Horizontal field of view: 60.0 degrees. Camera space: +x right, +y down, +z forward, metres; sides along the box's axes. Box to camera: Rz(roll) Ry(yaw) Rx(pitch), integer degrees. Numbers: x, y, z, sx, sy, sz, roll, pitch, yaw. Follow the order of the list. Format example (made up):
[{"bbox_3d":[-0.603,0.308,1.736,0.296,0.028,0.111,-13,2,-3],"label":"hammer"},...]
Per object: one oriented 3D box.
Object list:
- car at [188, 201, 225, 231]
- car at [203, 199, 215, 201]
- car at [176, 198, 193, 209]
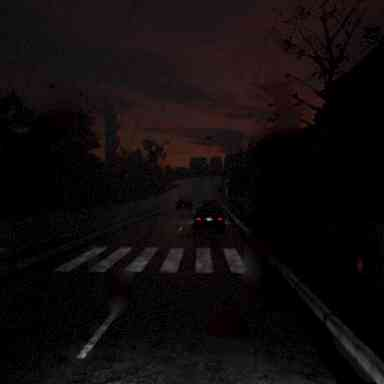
[{"bbox_3d":[1.063,1.523,20.550,2.033,1.411,5.357,0,0,3],"label":"car"},{"bbox_3d":[2.289,1.547,44.001,1.895,1.301,4.718,0,0,3],"label":"car"},{"bbox_3d":[-0.955,1.460,44.111,1.812,1.442,4.674,0,0,3],"label":"car"}]
